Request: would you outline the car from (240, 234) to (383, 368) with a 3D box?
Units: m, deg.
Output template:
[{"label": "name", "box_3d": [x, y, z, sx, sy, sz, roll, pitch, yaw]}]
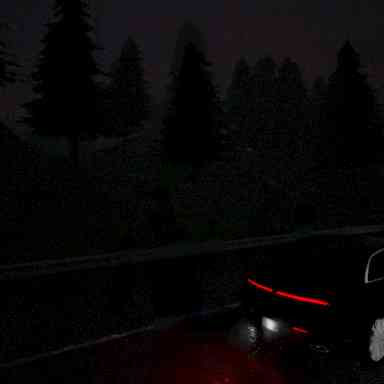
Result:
[{"label": "car", "box_3d": [3.028, 1.502, 5.777, 4.892, 1.490, 1.837, 0, 0, -35]}]
